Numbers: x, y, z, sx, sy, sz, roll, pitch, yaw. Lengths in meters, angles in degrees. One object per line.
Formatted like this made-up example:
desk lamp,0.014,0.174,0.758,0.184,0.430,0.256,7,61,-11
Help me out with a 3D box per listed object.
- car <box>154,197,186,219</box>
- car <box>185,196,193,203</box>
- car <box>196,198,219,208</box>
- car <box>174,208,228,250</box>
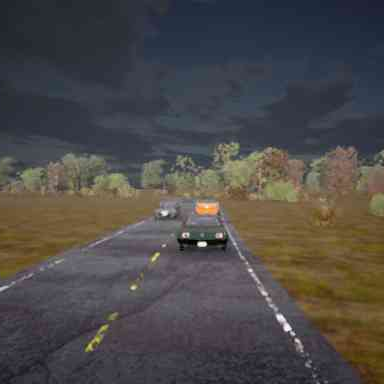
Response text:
car,-1.965,1.484,28.326,2.128,1.511,4.902,0,0,4
car,-0.772,1.535,68.937,1.994,1.385,4.181,0,0,-2
car,1.466,1.351,31.502,2.097,1.767,4.553,0,0,4
car,0.470,1.600,14.265,1.895,1.301,4.718,0,0,2
